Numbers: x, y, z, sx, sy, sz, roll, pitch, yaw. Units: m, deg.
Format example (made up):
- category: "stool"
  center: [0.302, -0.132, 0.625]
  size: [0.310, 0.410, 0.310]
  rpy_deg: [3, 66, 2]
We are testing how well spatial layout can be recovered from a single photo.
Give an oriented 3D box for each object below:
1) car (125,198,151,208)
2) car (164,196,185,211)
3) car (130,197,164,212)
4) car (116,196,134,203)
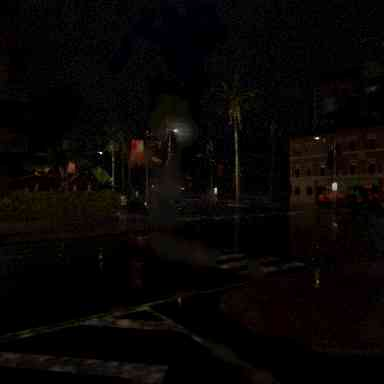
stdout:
- category: "car"
  center: [-7.898, 1.599, 48.287]
  size: [1.895, 1.301, 4.718]
  rpy_deg: [0, 0, -35]
- category: "car"
  center: [-2.729, 1.350, 40.929]
  size: [2.097, 1.767, 4.553]
  rpy_deg: [0, 0, -35]
- category: "car"
  center: [-5.563, 1.350, 38.868]
  size: [2.097, 1.767, 4.553]
  rpy_deg: [0, 0, -35]
- category: "car"
  center: [-13.861, 1.519, 68.716]
  size: [1.812, 1.442, 4.674]
  rpy_deg: [0, 0, -39]
